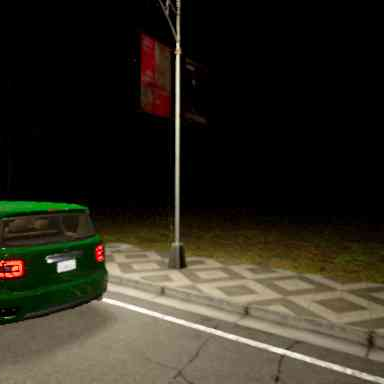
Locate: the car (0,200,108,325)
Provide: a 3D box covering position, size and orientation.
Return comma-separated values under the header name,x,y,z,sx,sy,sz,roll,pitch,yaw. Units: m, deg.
name,x,y,z,sx,sy,sz,roll,pitch,yaw
car,-4.085,1.176,6.603,5.566,2.045,2.150,1,1,35
